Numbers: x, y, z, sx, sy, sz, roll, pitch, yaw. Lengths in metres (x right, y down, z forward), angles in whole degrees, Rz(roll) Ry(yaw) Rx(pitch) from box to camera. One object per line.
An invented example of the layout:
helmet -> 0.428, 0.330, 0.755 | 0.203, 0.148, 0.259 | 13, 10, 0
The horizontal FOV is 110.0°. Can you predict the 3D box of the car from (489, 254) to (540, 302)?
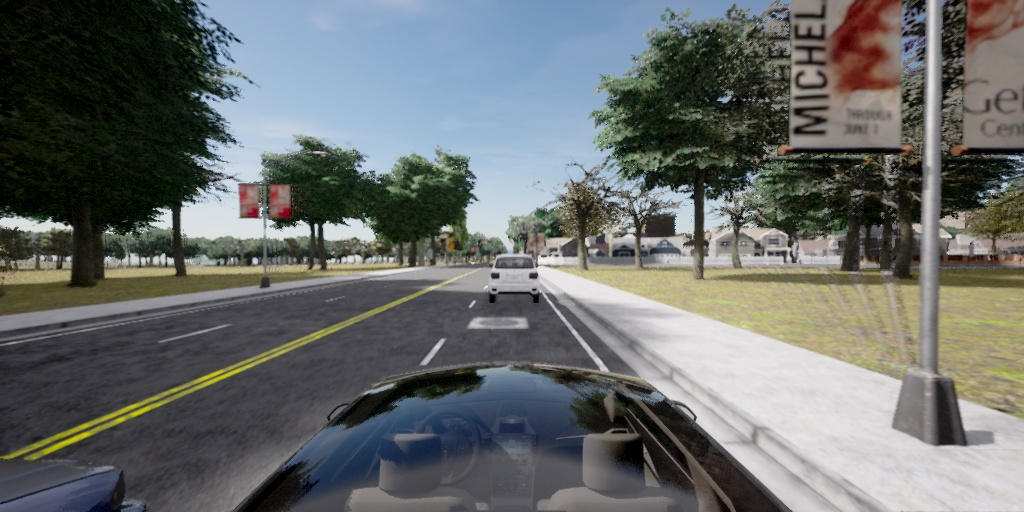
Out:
car -> 0.097, 0.951, 16.888 | 2.150, 2.045, 5.566 | 0, 0, 0
